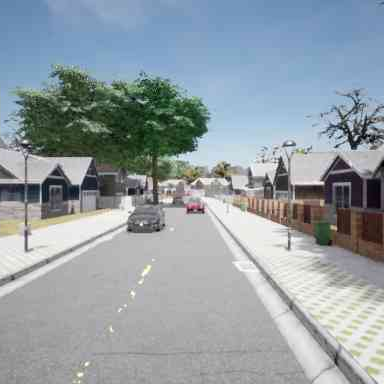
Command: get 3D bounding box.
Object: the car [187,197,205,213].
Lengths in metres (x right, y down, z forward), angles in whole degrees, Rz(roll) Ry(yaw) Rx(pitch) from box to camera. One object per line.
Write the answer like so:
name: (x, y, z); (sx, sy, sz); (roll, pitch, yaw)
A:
car: (0.384, 1.574, 36.240); (1.895, 1.301, 4.718); (0, 0, 0)

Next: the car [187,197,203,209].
car: (0.441, 1.453, 46.361); (2.128, 1.511, 4.902); (0, 0, 1)

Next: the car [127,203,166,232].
car: (-2.685, 1.494, 20.304); (1.837, 1.490, 4.892); (0, 1, 1)

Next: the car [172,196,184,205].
car: (-2.380, 1.472, 56.761); (1.812, 1.442, 4.674); (0, 0, 1)
